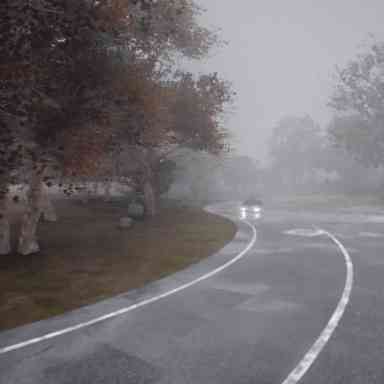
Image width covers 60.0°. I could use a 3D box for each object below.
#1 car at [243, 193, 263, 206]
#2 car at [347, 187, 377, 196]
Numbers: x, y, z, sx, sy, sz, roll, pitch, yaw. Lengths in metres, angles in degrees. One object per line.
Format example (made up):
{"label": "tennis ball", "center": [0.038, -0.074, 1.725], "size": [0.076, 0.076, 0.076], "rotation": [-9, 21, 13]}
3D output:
{"label": "car", "center": [7.117, 0.839, 38.590], "size": [1.895, 1.301, 4.718], "rotation": [-1, 1, 16]}
{"label": "car", "center": [26.345, -0.070, 51.671], "size": [4.181, 1.385, 1.994], "rotation": [-1, 1, 7]}
